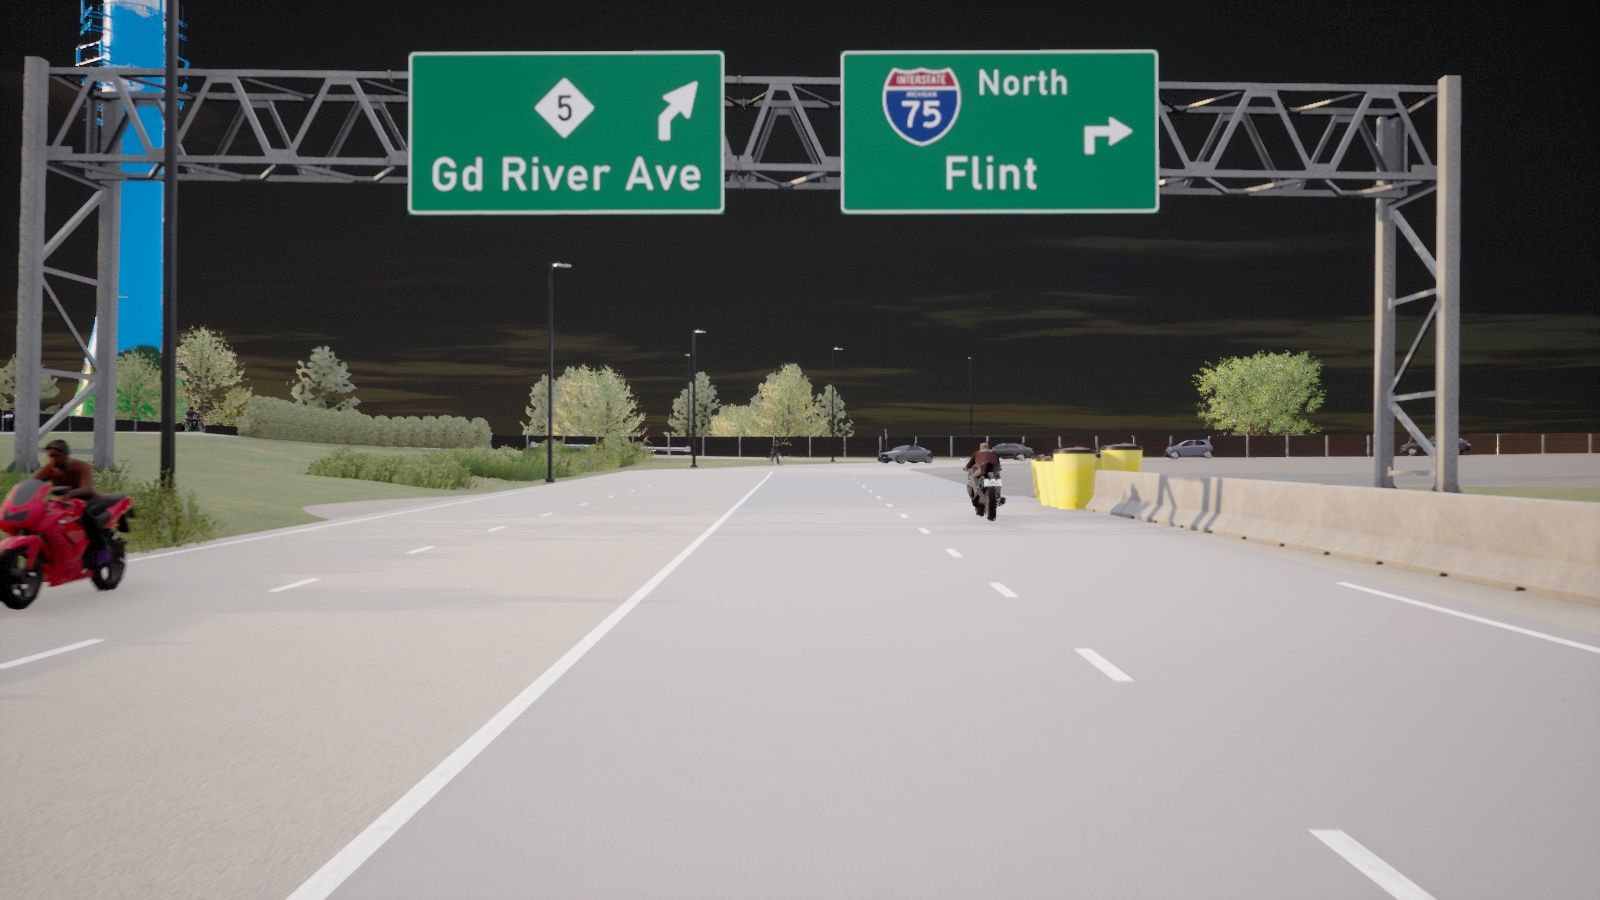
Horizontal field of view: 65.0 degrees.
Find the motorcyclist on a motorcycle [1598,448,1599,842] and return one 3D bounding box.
[{"bbox_3d":[3.537,0.764,3.793,0.866,1.530,2.191,0,0,0],"label":"motorcyclist on a motorcycle"}]

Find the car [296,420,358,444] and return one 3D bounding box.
[{"bbox_3d":[-33.078,-1.265,87.942,1.970,1.475,3.806,0,-2,24],"label":"car"}]

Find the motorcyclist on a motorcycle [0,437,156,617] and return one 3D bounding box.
[{"bbox_3d":[-6.917,0.647,11.682,0.797,1.523,2.044,0,0,0],"label":"motorcyclist on a motorcycle"}]

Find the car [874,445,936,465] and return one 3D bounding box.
[{"bbox_3d":[7.622,0.356,91.263,4.181,1.385,1.994,-1,1,-35],"label":"car"}]

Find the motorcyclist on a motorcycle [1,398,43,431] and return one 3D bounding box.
[{"bbox_3d":[-36.336,-1.636,58.683,0.797,1.523,2.044,0,1,-3],"label":"motorcyclist on a motorcycle"}]

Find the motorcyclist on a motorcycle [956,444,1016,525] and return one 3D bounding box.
[{"bbox_3d":[3.659,0.642,24.873,0.866,1.530,2.191,0,0,0],"label":"motorcyclist on a motorcycle"}]

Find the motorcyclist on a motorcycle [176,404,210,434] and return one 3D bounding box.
[{"bbox_3d":[-35.722,-1.799,73.945,0.766,1.649,2.350,0,-2,2],"label":"motorcyclist on a motorcycle"}]
